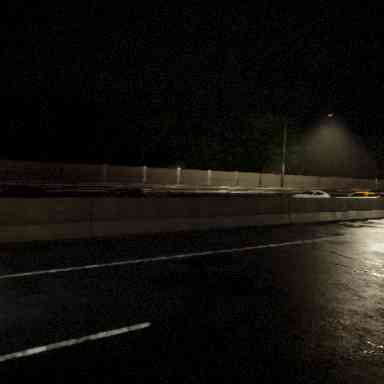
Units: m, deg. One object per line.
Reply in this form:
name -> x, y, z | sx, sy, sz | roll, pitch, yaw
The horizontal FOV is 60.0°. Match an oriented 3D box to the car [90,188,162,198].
car -> -3.839, 0.589, 17.631 | 4.892, 1.490, 1.837 | 1, 3, -33

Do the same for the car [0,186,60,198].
car -> -9.584, 0.380, 18.029 | 4.674, 1.442, 1.812 | 1, 3, -33

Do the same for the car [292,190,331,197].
car -> 11.430, 0.570, 31.869 | 4.674, 1.442, 1.812 | 1, 3, -33

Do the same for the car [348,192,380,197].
car -> 15.534, 0.741, 30.369 | 5.008, 1.535, 1.882 | 1, 3, -33
